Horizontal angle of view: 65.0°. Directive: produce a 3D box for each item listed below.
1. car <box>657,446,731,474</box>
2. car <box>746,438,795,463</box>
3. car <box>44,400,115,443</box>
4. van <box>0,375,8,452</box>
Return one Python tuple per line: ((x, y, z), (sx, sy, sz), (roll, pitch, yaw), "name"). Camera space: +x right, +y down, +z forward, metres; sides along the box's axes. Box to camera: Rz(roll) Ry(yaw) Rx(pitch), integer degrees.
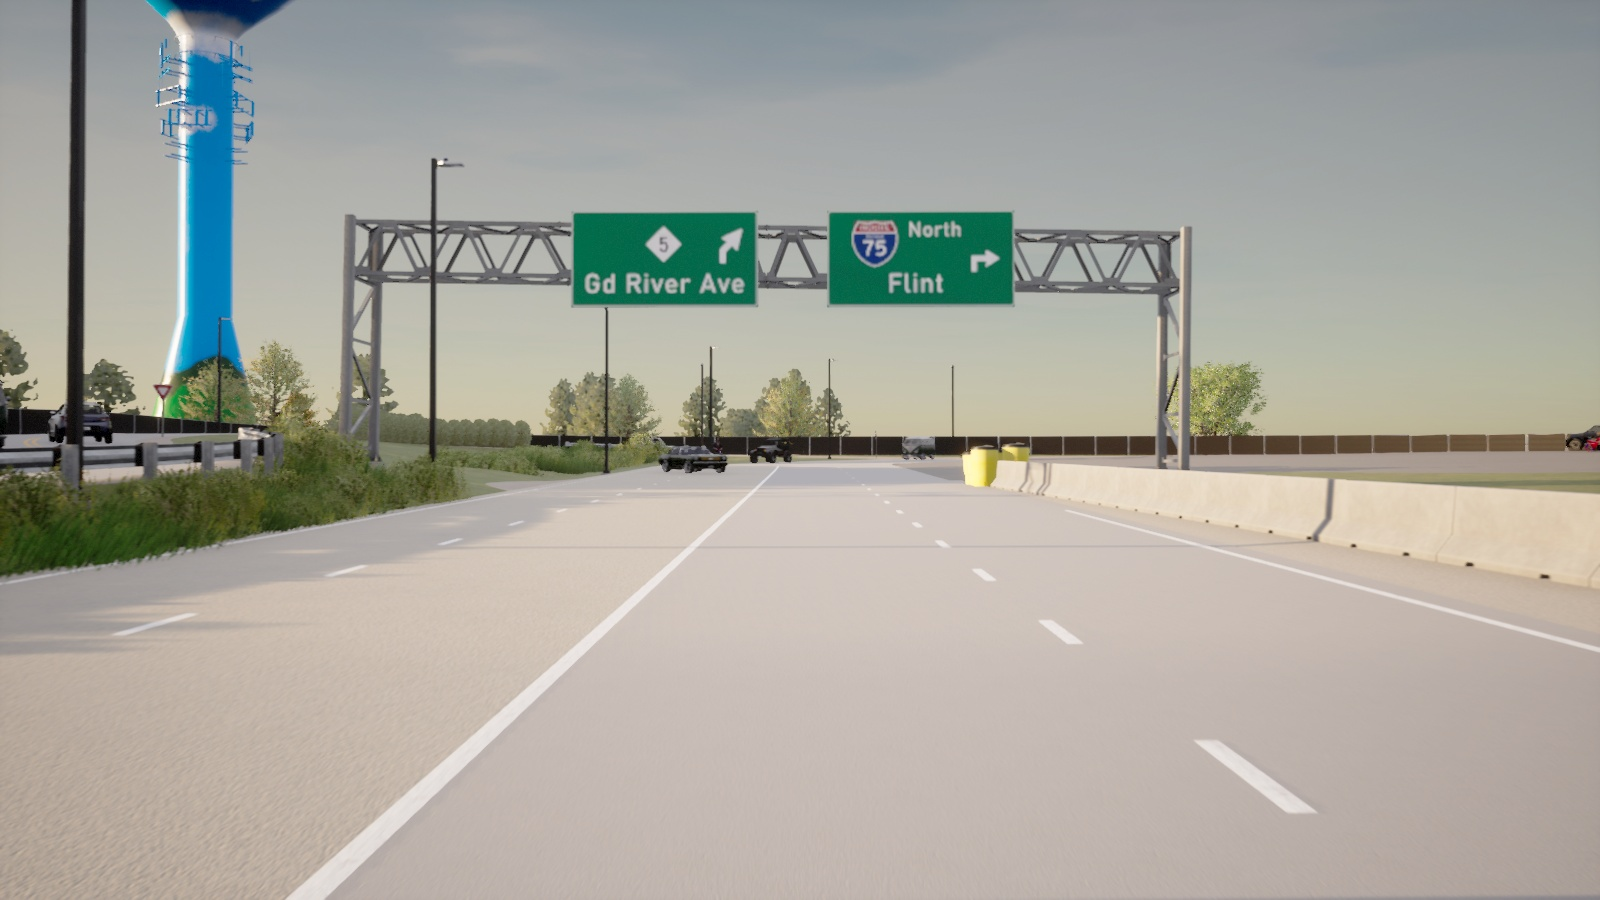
((-5.178, 0.463, 60.931), (1.895, 1.301, 4.718), (0, 0, -28), "car")
((-2.179, 0.051, 93.982), (1.905, 1.878, 3.866), (0, 0, 29), "car")
((-26.231, -1.045, 45.655), (1.816, 1.474, 4.193), (0, 2, -35), "car")
((-22.617, -1.009, 34.140), (1.775, 1.987, 4.442), (0, 1, -33), "van")
